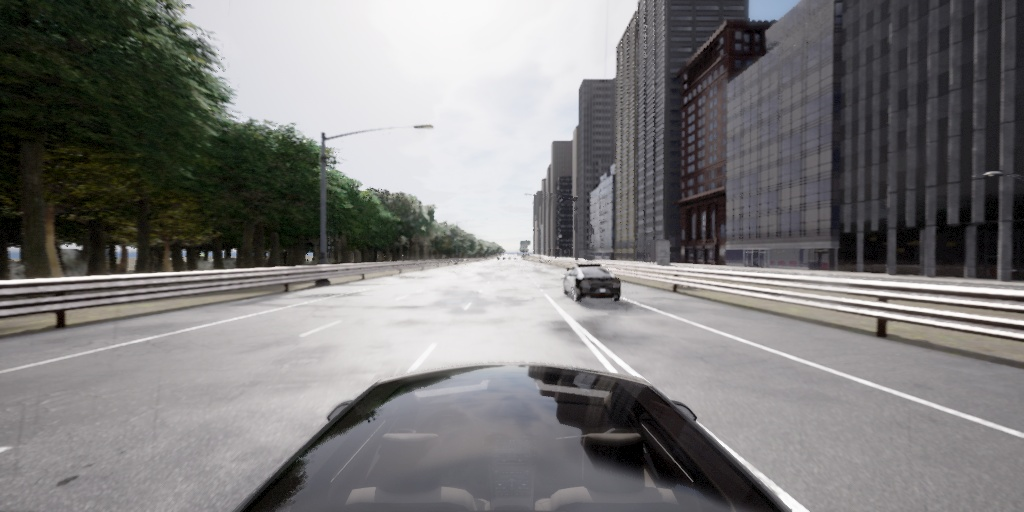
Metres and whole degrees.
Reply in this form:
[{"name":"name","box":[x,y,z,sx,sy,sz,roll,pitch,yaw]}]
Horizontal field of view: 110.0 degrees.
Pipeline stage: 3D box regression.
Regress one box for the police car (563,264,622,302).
[{"name":"police car","box":[3.628,1.186,17.082,1.930,1.638,5.238,0,0,-1]}]
